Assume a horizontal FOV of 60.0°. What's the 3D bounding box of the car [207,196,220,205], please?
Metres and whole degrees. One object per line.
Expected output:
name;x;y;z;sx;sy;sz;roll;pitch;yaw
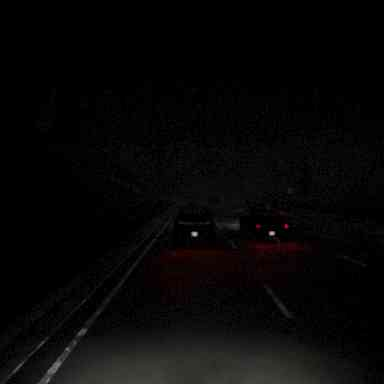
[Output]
car;3.608;1.424;56.008;1.837;1.490;4.892;0;0;0

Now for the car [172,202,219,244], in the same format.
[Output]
car;0.104;1.469;15.696;2.128;1.511;4.902;0;0;0

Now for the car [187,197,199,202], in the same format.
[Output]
car;0.105;1.472;52.220;2.033;1.411;5.357;0;0;0

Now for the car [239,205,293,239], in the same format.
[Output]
car;3.602;1.576;17.181;1.895;1.301;4.718;0;0;0

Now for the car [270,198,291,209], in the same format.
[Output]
car;10.603;1.468;40.345;1.812;1.442;4.674;0;0;0

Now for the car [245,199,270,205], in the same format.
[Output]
car;7.103;1.472;37.565;1.812;1.442;4.674;0;0;0
